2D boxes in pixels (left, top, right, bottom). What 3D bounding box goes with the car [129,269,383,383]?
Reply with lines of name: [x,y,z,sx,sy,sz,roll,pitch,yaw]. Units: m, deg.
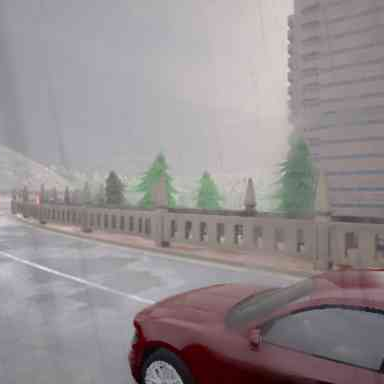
car: [1.597,1.483,2.977,5.008,1.535,1.882,0,0,36]
